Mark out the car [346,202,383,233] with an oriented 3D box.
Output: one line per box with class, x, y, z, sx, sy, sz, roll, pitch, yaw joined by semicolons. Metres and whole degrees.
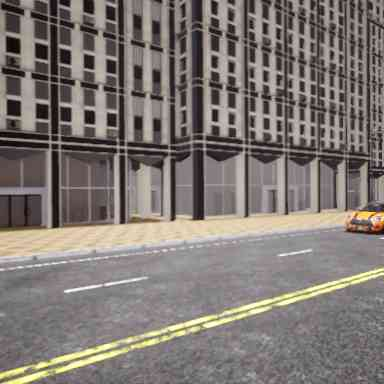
car;10.989;1.405;19.398;4.553;1.767;2.097;0;0;-36
